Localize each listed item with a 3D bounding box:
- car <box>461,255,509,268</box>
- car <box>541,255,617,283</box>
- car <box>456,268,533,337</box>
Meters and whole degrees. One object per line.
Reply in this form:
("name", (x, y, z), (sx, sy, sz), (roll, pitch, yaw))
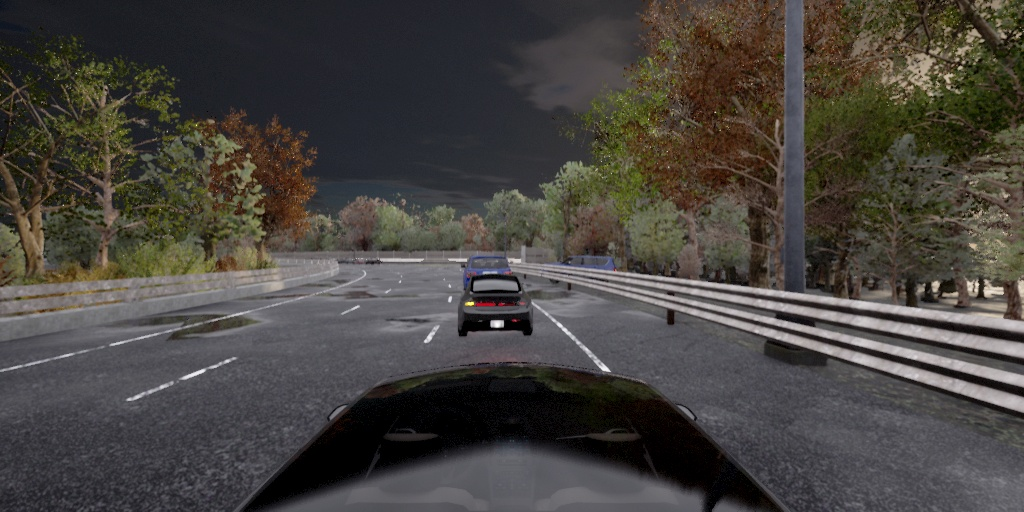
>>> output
("car", (-1.315, 0.968, 17.834), (2.150, 2.045, 5.566), (0, 0, -9))
("car", (4.848, 0.972, 26.143), (5.566, 2.045, 2.150), (3, 1, 2))
("car", (-0.544, 1.253, 10.354), (1.837, 1.490, 4.892), (0, 0, -5))
